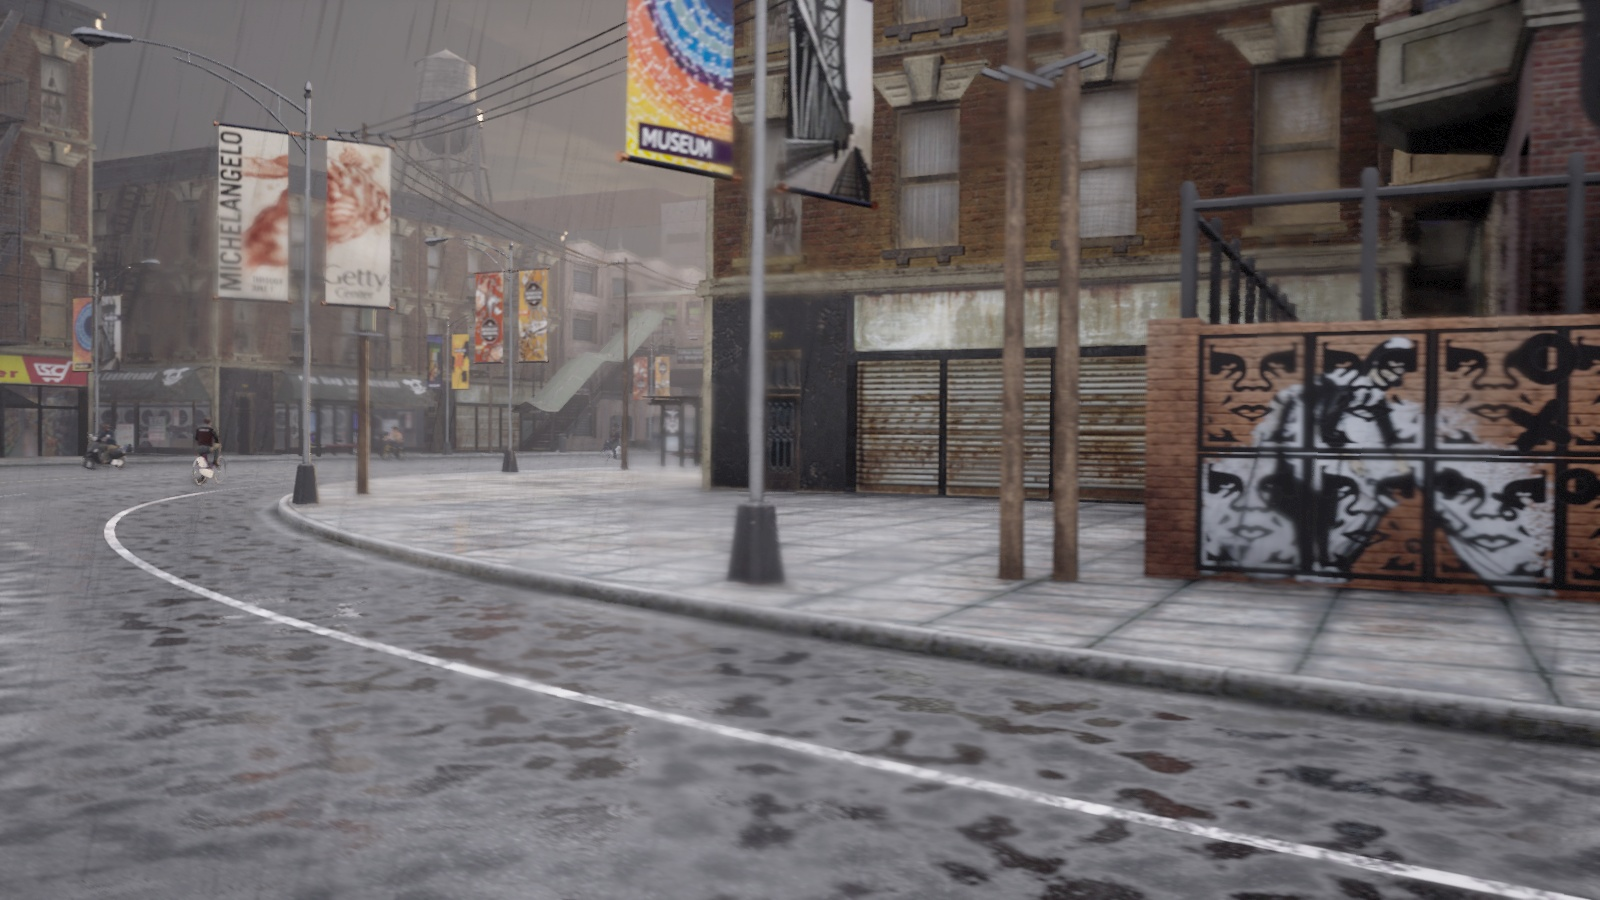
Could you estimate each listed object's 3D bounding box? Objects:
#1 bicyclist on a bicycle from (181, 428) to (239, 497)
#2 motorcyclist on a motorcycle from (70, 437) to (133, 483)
[{"bbox_3d":[-15.479,0.309,33.007,0.659,1.776,1.843,0,1,0],"label":"bicyclist on a bicycle"},{"bbox_3d":[-24.471,0.327,44.012,0.866,1.590,1.817,0,1,16],"label":"motorcyclist on a motorcycle"}]
